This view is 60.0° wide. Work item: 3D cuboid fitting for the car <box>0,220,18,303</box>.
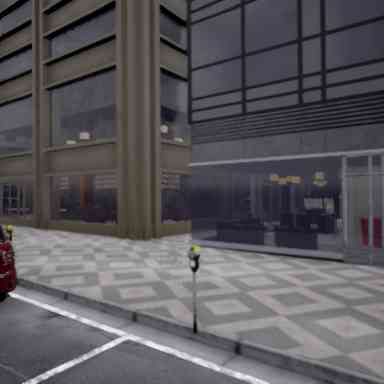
[{"bbox_3d":[-5.573,1.317,6.835,5.009,1.841,2.192,0,-1,36],"label":"car"}]
